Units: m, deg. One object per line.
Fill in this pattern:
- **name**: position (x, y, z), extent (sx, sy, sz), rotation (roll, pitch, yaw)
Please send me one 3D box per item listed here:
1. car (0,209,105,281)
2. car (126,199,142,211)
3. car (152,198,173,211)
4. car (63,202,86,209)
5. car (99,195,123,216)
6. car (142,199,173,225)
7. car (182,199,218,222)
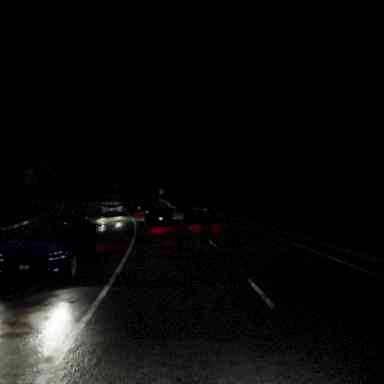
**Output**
- **car**: position (-4.175, 1.516, 10.310), extent (1.882, 1.535, 5.008), rotation (0, 0, -5)
- **car**: position (-7.162, 1.626, 42.336), extent (1.837, 1.490, 4.892), rotation (0, 0, -19)
- **car**: position (-3.940, 1.613, 43.719), extent (1.812, 1.442, 4.674), rotation (-1, 0, -19)
- **car**: position (-11.537, 1.717, 32.623), extent (1.994, 1.385, 4.181), rotation (-1, 0, -14)
- **car**: position (-8.457, 1.352, 34.720), extent (2.150, 2.045, 5.566), rotation (-1, 0, -15)
- **car**: position (-2.566, 1.563, 25.111), extent (1.837, 1.490, 4.892), rotation (0, 0, -11)
- **car**: position (0.555, 1.385, 27.259), extent (2.097, 1.767, 4.553), rotation (0, 0, -12)
